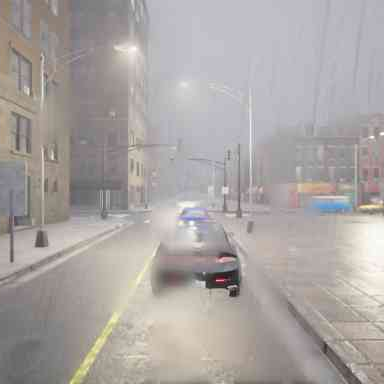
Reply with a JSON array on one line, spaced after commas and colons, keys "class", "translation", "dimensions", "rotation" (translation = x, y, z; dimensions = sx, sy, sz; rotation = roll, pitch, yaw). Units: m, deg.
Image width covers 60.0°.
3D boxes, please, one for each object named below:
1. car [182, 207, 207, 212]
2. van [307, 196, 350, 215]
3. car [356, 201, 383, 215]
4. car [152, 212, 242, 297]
[{"class": "car", "translation": [0.124, 1.525, 17.811], "dimensions": [1.812, 1.442, 4.674], "rotation": [0, 0, 1]}, {"class": "van", "translation": [13.771, 1.337, 33.595], "dimensions": [3.998, 1.788, 1.690], "rotation": [0, 0, 0]}, {"class": "car", "translation": [19.213, 1.517, 33.581], "dimensions": [4.829, 1.417, 1.752], "rotation": [0, 0, 0]}, {"class": "car", "translation": [0.106, 1.491, 8.545], "dimensions": [2.128, 1.511, 4.902], "rotation": [0, 0, 0]}]
